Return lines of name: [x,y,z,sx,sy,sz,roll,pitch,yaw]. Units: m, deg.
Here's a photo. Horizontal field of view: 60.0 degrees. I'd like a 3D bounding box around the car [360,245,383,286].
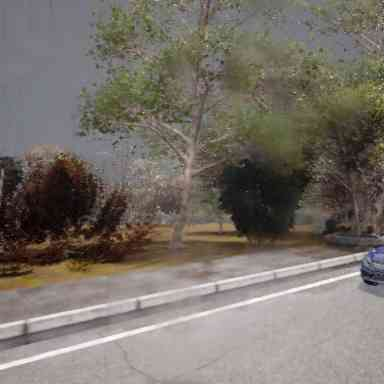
car: [6.140,1.565,8.370,4.674,1.442,1.812,0,0,-35]
